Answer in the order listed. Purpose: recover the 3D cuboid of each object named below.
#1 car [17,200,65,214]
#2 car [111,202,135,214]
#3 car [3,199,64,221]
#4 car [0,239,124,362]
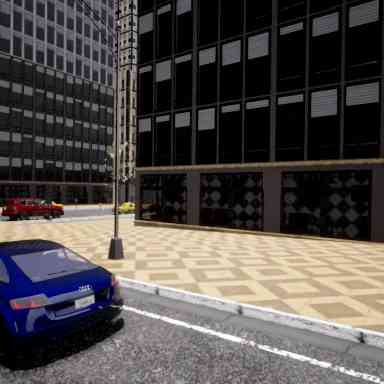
[{"bbox_3d":[-17.347,1.643,38.527,1.752,1.417,4.829,1,0,36],"label":"car"},{"bbox_3d":[-7.051,1.831,38.403,1.752,1.417,4.829,1,0,36],"label":"car"},{"bbox_3d":[-13.814,1.520,29.166,2.192,1.841,5.009,1,0,36],"label":"car"},{"bbox_3d":[-3.212,1.561,5.956,4.181,1.385,1.994,0,0,34],"label":"car"}]
